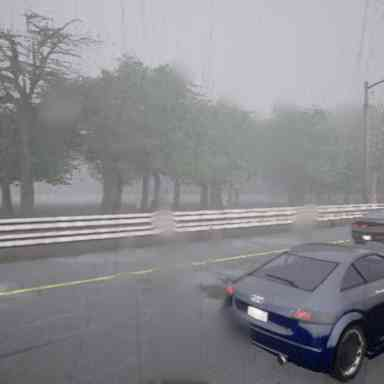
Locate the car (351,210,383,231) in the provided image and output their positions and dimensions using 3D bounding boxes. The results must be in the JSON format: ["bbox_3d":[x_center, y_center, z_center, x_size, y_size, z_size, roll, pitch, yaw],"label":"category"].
[{"bbox_3d":[8.740,1.513,14.279,4.892,1.490,1.837,0,0,-35],"label":"car"}]

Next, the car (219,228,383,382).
[{"bbox_3d":[2.486,1.567,5.520,4.181,1.385,1.994,0,0,-35],"label":"car"}]
